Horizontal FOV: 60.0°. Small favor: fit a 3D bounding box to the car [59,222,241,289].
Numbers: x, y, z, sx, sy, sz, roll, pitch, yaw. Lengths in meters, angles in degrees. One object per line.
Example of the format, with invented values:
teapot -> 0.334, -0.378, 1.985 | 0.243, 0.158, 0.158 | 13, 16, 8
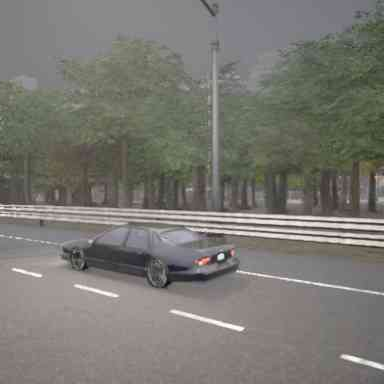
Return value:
car -> -1.375, 1.553, 9.152 | 5.357, 1.411, 2.033 | 0, 0, 36
